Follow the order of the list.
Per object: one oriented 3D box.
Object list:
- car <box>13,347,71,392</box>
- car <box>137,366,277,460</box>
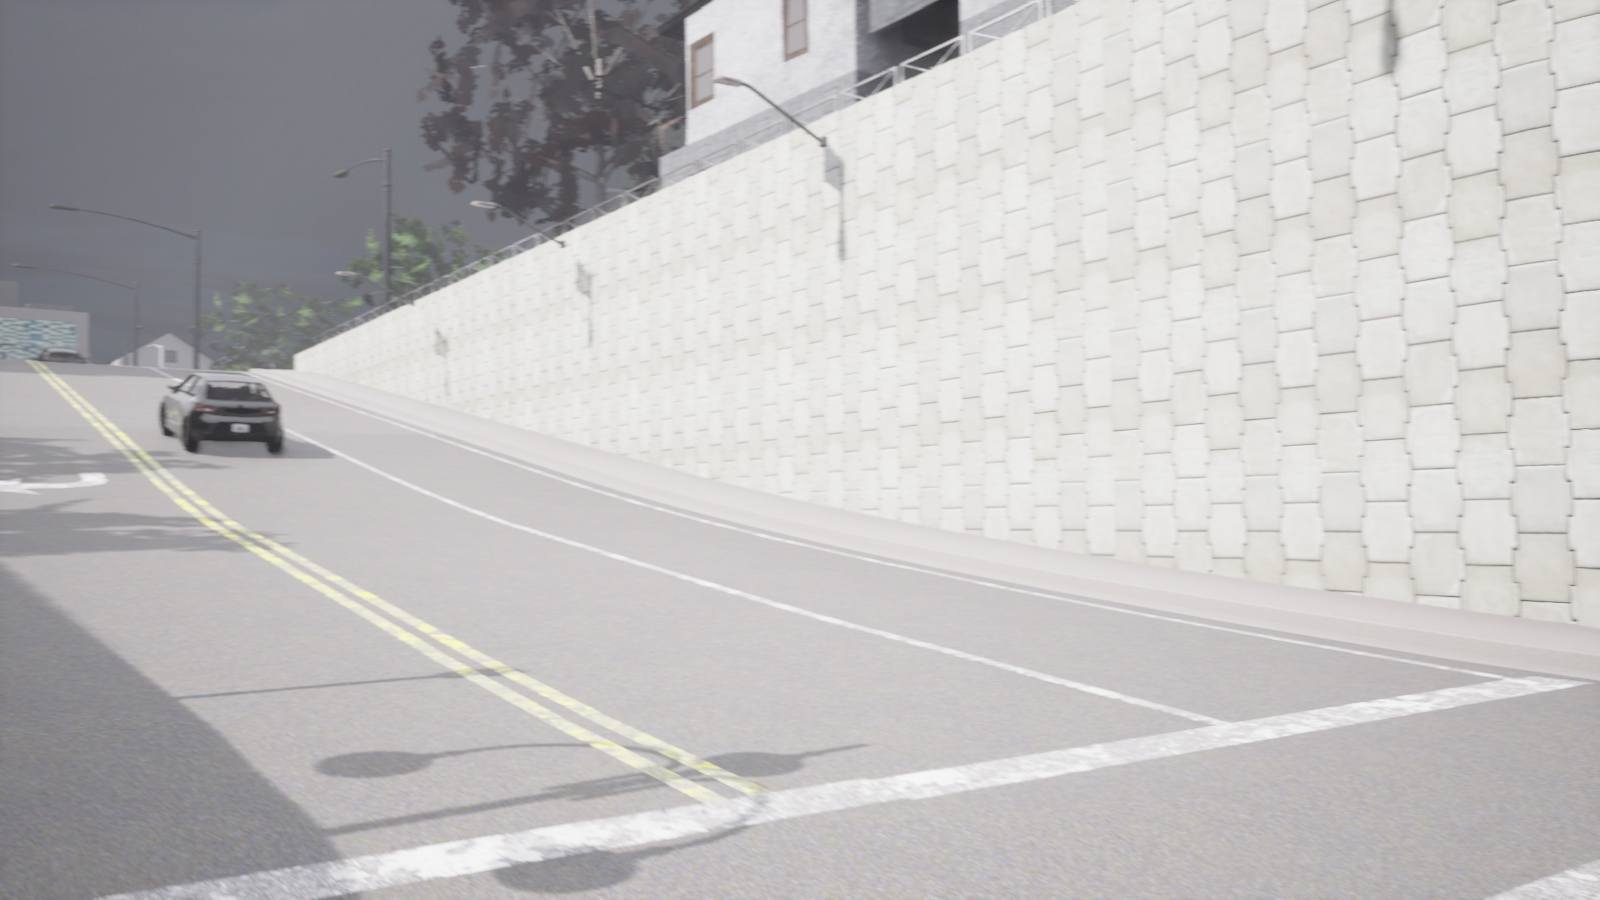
[{"bbox_3d":[-34.001,-3.548,56.274,1.837,1.490,4.892,1,-3,-35],"label":"car"},{"bbox_3d":[-12.090,-0.786,25.460,1.816,1.474,4.193,1,6,-35],"label":"car"}]
